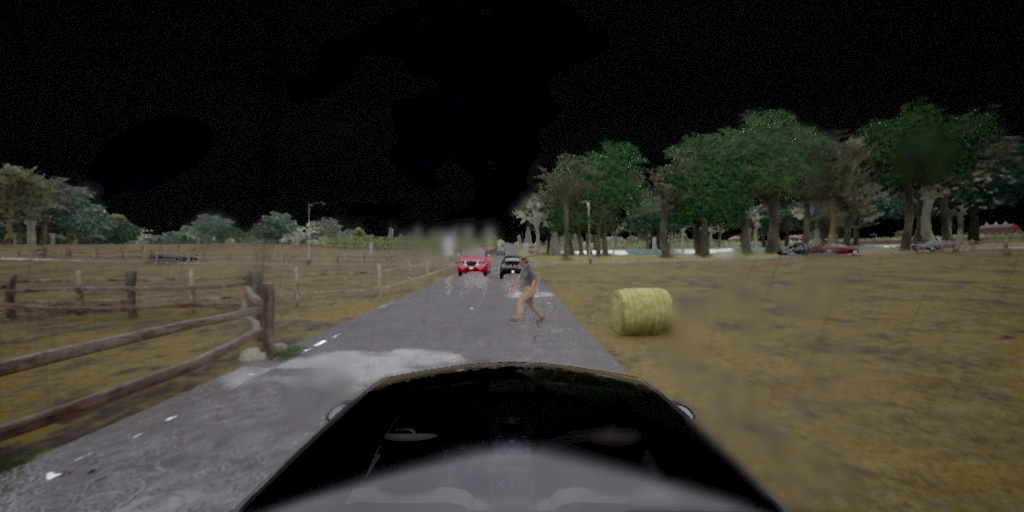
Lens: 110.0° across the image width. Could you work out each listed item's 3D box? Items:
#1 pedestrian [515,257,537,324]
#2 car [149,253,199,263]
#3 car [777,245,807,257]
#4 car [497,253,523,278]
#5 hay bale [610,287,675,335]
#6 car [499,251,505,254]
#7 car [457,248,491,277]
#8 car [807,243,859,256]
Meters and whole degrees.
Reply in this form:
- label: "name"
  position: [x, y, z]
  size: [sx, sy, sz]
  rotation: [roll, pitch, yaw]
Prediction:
- label: "pedestrian"
  position: [0.367, 0.882, 9.595]
  size: [0.375, 1.860, 0.375]
  rotation: [1, 0, -5]
- label: "car"
  position: [-42.484, 0.228, 45.165]
  size: [4.718, 1.301, 1.895]
  rotation: [1, 0, 0]
- label: "car"
  position: [38.379, -0.732, 48.219]
  size: [4.892, 1.490, 1.837]
  rotation: [-2, 0, 0]
- label: "car"
  position: [0.074, 0.746, 26.032]
  size: [1.837, 1.490, 4.892]
  rotation: [0, 1, 0]
- label: "hay bale"
  position: [3.128, 1.262, 8.697]
  size: [1.220, 1.180, 1.240]
  rotation: [0, 0, 0]
- label: "car"
  position: [0.183, 0.506, 36.444]
  size: [2.128, 1.511, 4.902]
  rotation: [0, 1, 4]
- label: "car"
  position: [-2.801, 0.432, 27.589]
  size: [2.150, 2.045, 5.566]
  rotation: [0, 1, 0]
- label: "car"
  position: [40.945, -0.850, 45.392]
  size: [5.008, 1.535, 1.882]
  rotation: [-3, 0, 0]
